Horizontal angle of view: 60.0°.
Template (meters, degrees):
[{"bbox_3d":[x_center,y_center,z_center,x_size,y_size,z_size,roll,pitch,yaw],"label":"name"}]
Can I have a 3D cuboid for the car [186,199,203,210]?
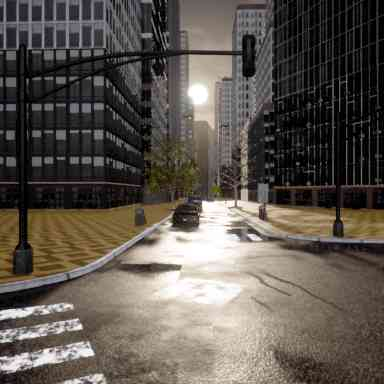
[{"bbox_3d":[-0.011,1.777,35.613,1.812,1.442,4.674,0,0,2],"label":"car"}]

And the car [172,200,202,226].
[{"bbox_3d":[-0.397,1.654,25.400,1.882,1.535,5.008,0,0,2],"label":"car"}]

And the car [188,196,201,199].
[{"bbox_3d":[0.389,1.554,46.265,2.150,2.045,5.566,0,0,2],"label":"car"}]
